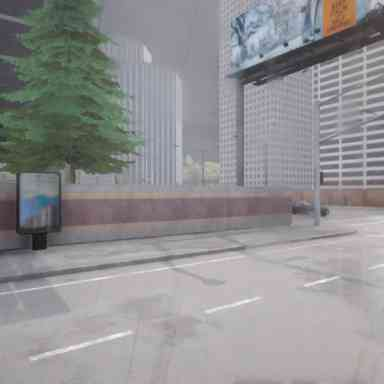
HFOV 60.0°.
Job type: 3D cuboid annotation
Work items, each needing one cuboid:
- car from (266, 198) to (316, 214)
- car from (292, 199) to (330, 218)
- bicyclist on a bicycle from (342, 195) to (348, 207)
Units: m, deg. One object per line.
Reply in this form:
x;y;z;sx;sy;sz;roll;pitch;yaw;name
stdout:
10.694;1.483;36.219;2.128;1.511;4.902;0;0;-35;car
10.221;1.471;30.826;1.882;1.535;5.008;0;0;-35;car
21.291;1.289;46.319;1.656;1.620;0.582;0;0;-35;bicyclist on a bicycle
